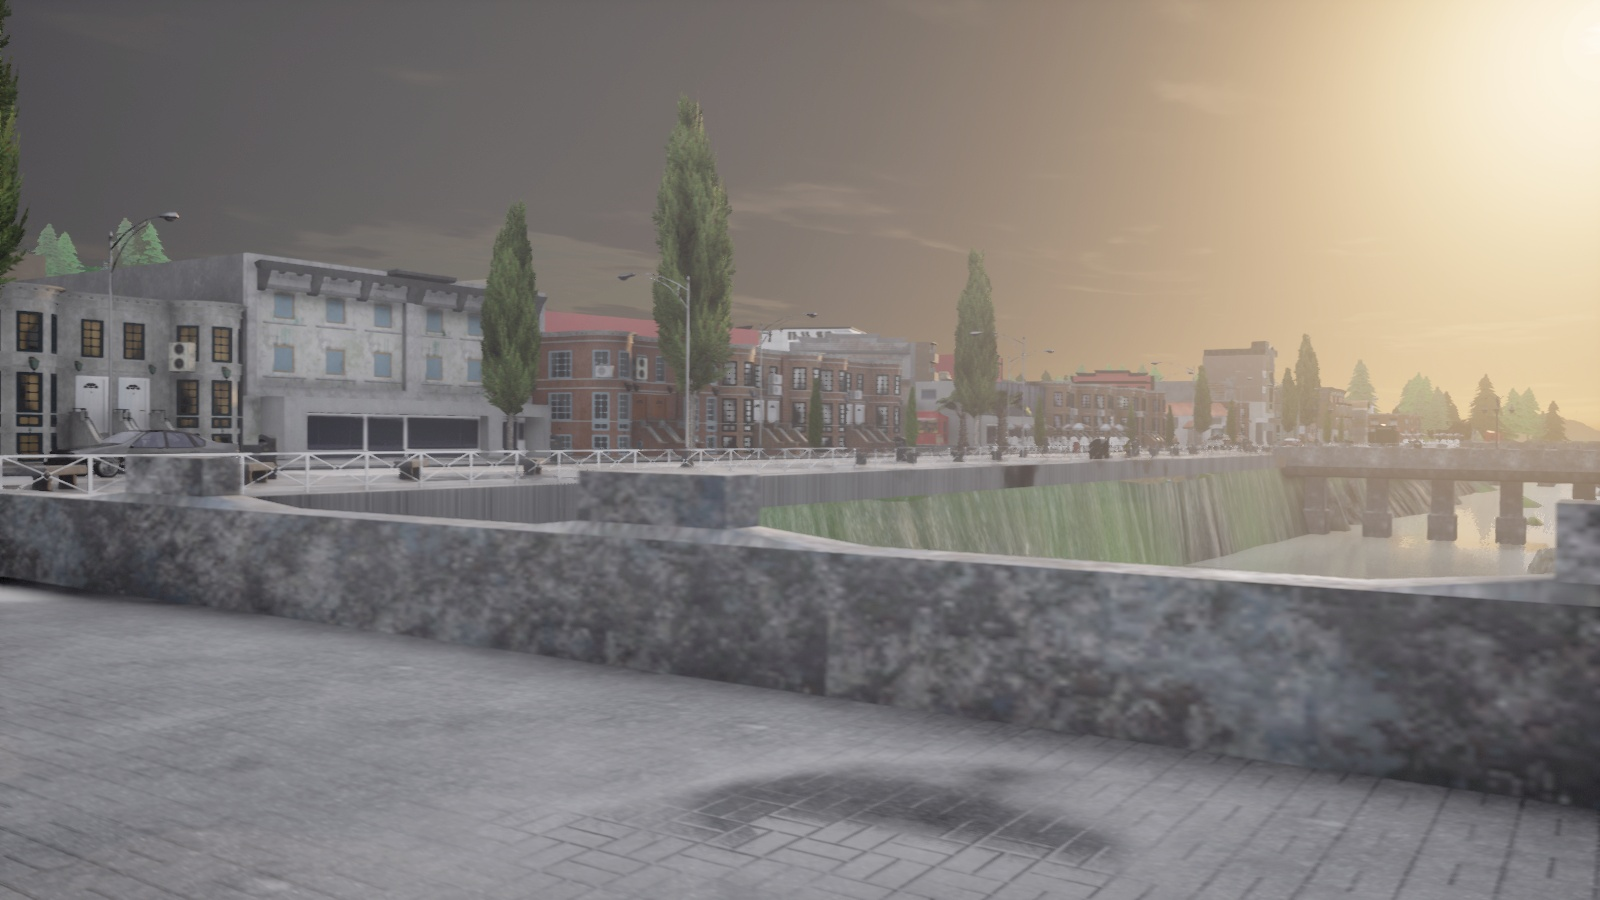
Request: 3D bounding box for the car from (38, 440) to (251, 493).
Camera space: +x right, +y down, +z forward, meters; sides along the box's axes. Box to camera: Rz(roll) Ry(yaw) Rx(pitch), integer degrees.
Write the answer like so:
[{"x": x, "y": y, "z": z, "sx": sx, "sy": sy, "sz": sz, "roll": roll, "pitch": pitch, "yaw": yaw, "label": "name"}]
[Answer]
[{"x": -19.569, "y": 0.441, "z": 37.772, "sx": 2.033, "sy": 1.411, "sz": 5.357, "roll": 0, "pitch": 1, "yaw": 34, "label": "car"}]
